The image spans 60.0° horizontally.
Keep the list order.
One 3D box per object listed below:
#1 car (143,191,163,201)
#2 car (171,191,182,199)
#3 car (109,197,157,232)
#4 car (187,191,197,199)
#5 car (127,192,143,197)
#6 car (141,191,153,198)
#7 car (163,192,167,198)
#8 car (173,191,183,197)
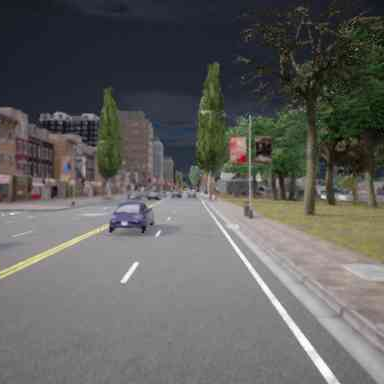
[{"bbox_3d":[-6.546,0.704,56.502,1.882,1.535,5.008,0,1,1],"label":"car"},{"bbox_3d":[-3.256,0.611,69.089,1.812,1.442,4.674,0,1,0],"label":"car"},{"bbox_3d":[-3.149,1.249,17.809,1.812,1.442,4.674,0,1,0],"label":"car"},{"bbox_3d":[-0.006,0.609,69.396,2.128,1.511,4.902,0,1,0],"label":"car"},{"bbox_3d":[-9.797,0.717,56.577,2.128,1.511,4.902,0,1,1],"label":"car"},{"bbox_3d":[-9.756,0.549,72.191,1.837,1.490,4.892,0,1,0],"label":"car"},{"bbox_3d":[-6.506,0.606,71.868,1.994,1.385,4.181,0,1,0],"label":"car"},{"bbox_3d":[-3.257,0.523,78.604,2.033,1.411,5.357,0,0,0],"label":"car"}]
